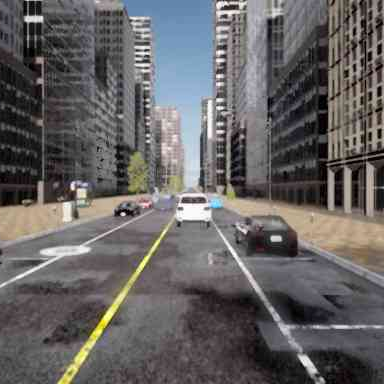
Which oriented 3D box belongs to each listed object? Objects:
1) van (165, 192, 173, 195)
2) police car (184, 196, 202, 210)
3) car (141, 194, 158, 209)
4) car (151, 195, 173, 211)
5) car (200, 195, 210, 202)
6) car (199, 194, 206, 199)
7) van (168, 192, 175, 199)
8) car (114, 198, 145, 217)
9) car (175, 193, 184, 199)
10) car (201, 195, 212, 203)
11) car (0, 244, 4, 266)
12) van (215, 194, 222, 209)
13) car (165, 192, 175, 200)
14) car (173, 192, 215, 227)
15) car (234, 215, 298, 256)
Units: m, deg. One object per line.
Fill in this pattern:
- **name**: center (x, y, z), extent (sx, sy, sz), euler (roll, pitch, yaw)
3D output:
- **van**: center (-5.670, 1.018, 80.703), extent (1.690, 1.788, 3.998), euler (0, 0, 0)
- **police car**: center (0.111, 1.346, 41.728), extent (2.038, 1.542, 4.974), euler (0, 0, 0)
- **car**: center (-5.681, 1.284, 41.026), extent (1.967, 1.590, 4.097), euler (0, 0, 0)
- **car**: center (-3.087, 1.404, 37.798), extent (2.033, 1.411, 5.357), euler (0, 0, 0)
- **car**: center (2.708, 1.294, 69.365), extent (1.947, 1.339, 4.313), euler (0, 0, 0)
- **car**: center (2.713, 1.233, 86.369), extent (1.802, 1.307, 4.206), euler (0, 0, 0)
- **van**: center (-5.667, 0.964, 92.039), extent (1.690, 1.788, 3.998), euler (0, 0, 0)
- **car**: center (-5.684, 1.454, 29.690), extent (1.947, 1.339, 4.313), euler (0, 0, 0)
- **car**: center (-2.979, 0.903, 79.074), extent (1.812, 1.442, 4.674), euler (0, 0, 0)
- **car**: center (2.706, 1.297, 63.697), extent (1.887, 1.381, 4.507), euler (0, 0, 0)
- **car**: center (-5.689, 1.555, 7.018), extent (1.802, 1.307, 4.206), euler (0, 0, 0)
- **van**: center (2.699, 1.185, 41.022), extent (1.690, 1.788, 3.998), euler (0, 0, 0)
- **car**: center (-5.668, 0.965, 86.371), extent (2.192, 1.841, 5.009), euler (0, 0, 0)
- **car**: center (0.106, 1.140, 22.301), extent (2.150, 2.045, 5.566), euler (0, 1, 0)
- **car**: center (2.692, 1.519, 12.683), extent (1.947, 1.339, 4.313), euler (0, 0, 0)
